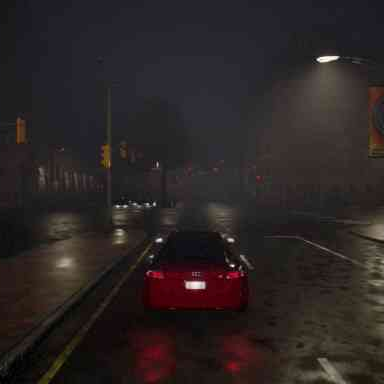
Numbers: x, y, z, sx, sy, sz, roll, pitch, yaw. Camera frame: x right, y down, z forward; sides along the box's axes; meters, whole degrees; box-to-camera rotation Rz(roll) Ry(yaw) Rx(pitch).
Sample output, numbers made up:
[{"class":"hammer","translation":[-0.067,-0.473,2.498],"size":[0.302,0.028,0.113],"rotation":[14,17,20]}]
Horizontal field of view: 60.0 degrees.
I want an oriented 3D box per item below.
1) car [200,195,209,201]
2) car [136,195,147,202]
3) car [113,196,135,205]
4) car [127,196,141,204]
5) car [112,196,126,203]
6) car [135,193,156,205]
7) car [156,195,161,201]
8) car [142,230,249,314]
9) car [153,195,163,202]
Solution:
[{"class":"car","translation":[3.460,1.552,87.081],"size":[1.994,1.385,4.181],"rotation":[0,0,0]},{"class":"car","translation":[-11.535,1.478,76.556],"size":[1.882,1.535,5.008],"rotation":[0,0,0]},{"class":"car","translation":[-11.608,1.564,56.843],"size":[1.994,1.385,4.181],"rotation":[0,0,0]},{"class":"car","translation":[-11.557,1.564,66.137],"size":[1.994,1.385,4.181],"rotation":[0,0,0]},{"class":"car","translation":[-14.781,1.595,67.799],"size":[1.895,1.301,4.718],"rotation":[0,0,0]},{"class":"car","translation":[-8.107,1.221,58.558],"size":[2.150,2.045,5.566],"rotation":[0,0,0]},{"class":"car","translation":[-8.036,1.600,68.357],"size":[1.895,1.301,4.718],"rotation":[0,0,0]},{"class":"car","translation":[0.071,1.564,7.694],"size":[1.994,1.385,4.181],"rotation":[0,0,0]},{"class":"car","translation":[-8.036,1.500,78.561],"size":[1.837,1.490,4.892],"rotation":[0,0,0]}]
